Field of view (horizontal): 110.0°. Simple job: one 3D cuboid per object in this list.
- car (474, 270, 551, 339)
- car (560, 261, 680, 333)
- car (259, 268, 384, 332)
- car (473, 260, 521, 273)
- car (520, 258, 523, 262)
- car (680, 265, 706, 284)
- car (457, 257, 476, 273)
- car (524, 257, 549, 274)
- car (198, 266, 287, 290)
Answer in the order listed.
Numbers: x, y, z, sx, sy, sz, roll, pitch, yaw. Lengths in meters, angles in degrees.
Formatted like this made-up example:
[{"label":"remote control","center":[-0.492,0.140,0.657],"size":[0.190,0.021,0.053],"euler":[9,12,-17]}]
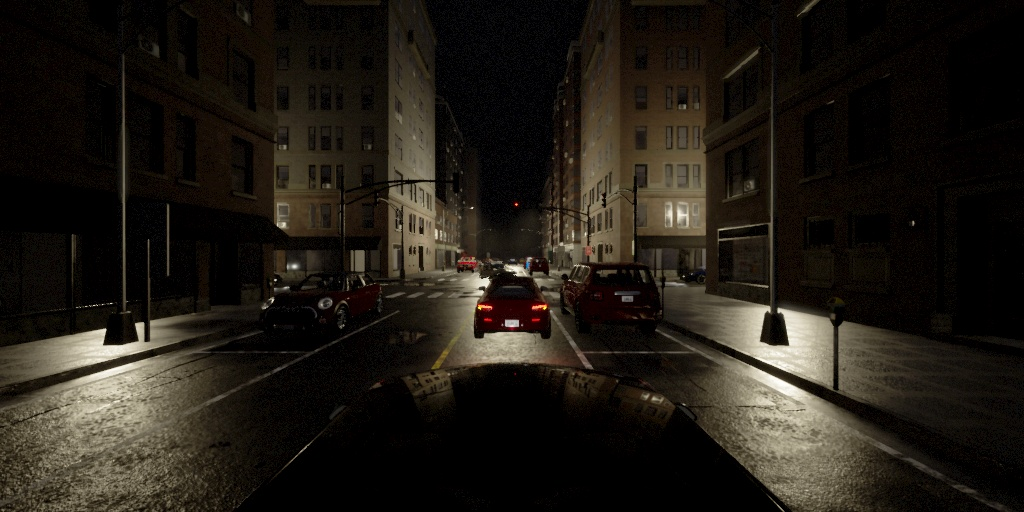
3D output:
[{"label":"car","center":[0.021,1.275,9.960],"size":[1.812,1.442,4.674],"euler":[0,0,1]},{"label":"car","center":[2.652,1.064,10.604],"size":[2.192,1.841,5.009],"euler":[0,0,0]},{"label":"car","center":[-5.373,1.189,10.619],"size":[1.967,1.591,4.097],"euler":[0,0,0]},{"label":"car","center":[-1.297,1.295,29.638],"size":[2.033,1.411,5.357],"euler":[0,0,-21]},{"label":"car","center":[2.784,1.061,54.172],"size":[2.192,1.841,5.009],"euler":[0,0,0]},{"label":"car","center":[14.289,1.270,25.679],"size":[4.181,1.385,1.994],"euler":[0,0,-1]},{"label":"car","center":[-5.342,1.062,43.178],"size":[2.192,1.841,5.009],"euler":[0,0,0]},{"label":"car","center":[2.766,1.062,37.660],"size":[2.192,1.841,5.009],"euler":[0,0,0]},{"label":"car","center":[-17.077,1.362,22.858],"size":[4.181,1.385,1.994],"euler":[0,0,0]}]
